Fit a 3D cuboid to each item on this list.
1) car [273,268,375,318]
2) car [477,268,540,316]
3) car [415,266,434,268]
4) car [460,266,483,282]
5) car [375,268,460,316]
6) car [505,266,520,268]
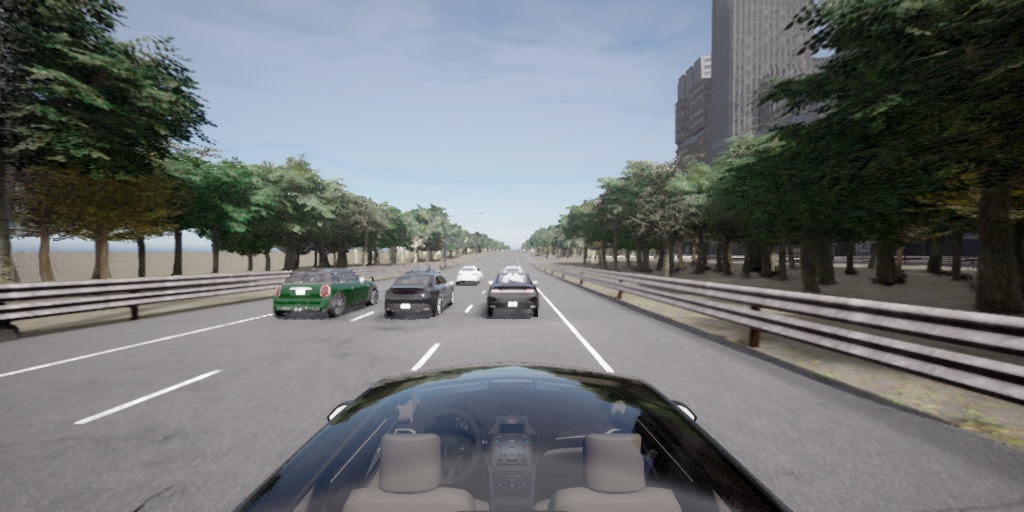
[{"bbox_3d":[-6.953,1.244,13.947,2.097,1.767,4.553,0,-1,0],"label":"car"},{"bbox_3d":[0.046,1.385,14.069,2.128,1.511,4.902,0,-1,1],"label":"car"},{"bbox_3d":[-6.956,1.534,29.050,2.128,1.511,4.902,0,0,0],"label":"car"},{"bbox_3d":[-3.449,1.575,29.766,1.812,1.442,4.674,0,0,1],"label":"car"},{"bbox_3d":[-3.454,1.400,14.107,1.837,1.490,4.892,0,0,0],"label":"car"},{"bbox_3d":[0.050,1.575,29.779,1.812,1.442,4.674,0,0,0],"label":"car"}]
